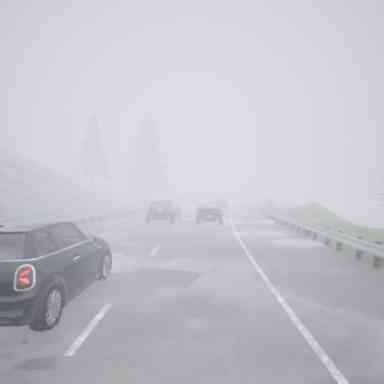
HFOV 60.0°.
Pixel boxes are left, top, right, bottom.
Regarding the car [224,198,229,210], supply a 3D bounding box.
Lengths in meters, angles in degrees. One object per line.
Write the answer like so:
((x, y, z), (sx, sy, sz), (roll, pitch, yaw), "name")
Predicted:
((3.632, 1.516, 42.872), (2.163, 1.488, 4.792), (0, 0, 9), "car")

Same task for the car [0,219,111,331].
((-3.232, 1.348, 7.039), (2.097, 1.767, 4.553), (0, 0, 1), "car")

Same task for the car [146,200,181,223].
((-2.090, 1.353, 25.506), (2.097, 1.767, 4.553), (0, 0, 5), "car")

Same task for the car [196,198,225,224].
((1.360, 1.484, 24.889), (1.882, 1.535, 5.008), (0, 0, 5), "car")
